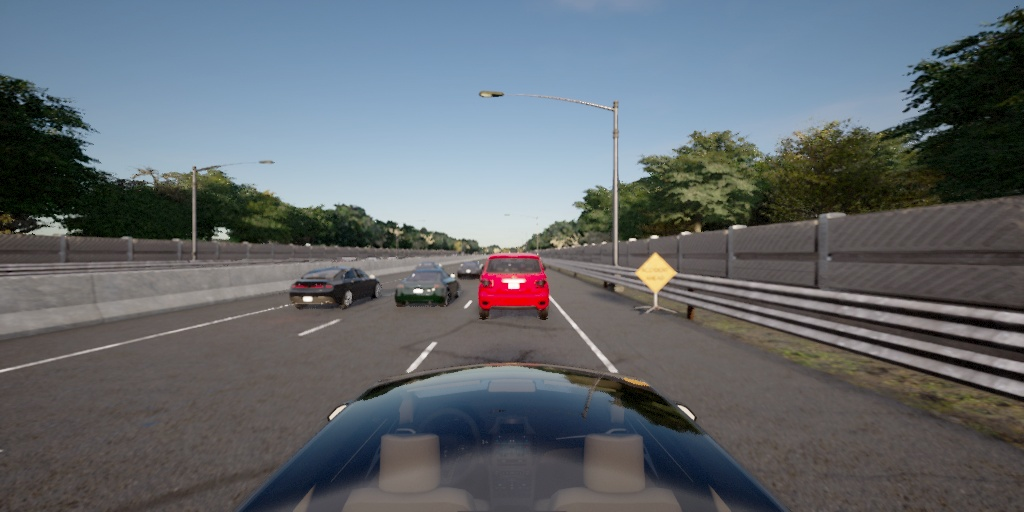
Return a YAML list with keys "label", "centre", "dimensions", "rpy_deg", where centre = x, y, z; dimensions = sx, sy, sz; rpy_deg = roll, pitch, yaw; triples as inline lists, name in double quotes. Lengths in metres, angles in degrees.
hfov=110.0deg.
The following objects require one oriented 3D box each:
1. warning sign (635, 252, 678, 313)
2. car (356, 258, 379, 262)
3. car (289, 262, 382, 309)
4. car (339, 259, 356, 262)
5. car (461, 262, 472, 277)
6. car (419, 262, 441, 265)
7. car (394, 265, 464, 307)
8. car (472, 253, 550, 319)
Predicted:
- label: "warning sign"
  centre: [4.554, 0.810, 11.391]
  dimensions: [1.300, 1.860, 1.060]
  rpy_deg: [0, 0, 0]
- label: "car"
  centre: [-21.031, 0.976, 53.649]
  dimensions: [1.812, 1.442, 4.674]
  rpy_deg: [0, 0, 0]
- label: "car"
  centre: [-6.924, 1.183, 14.599]
  dimensions: [1.837, 1.490, 4.892]
  rpy_deg: [0, 1, 0]
- label: "car"
  centre: [-24.528, 1.054, 53.079]
  dimensions: [1.895, 1.301, 4.718]
  rpy_deg: [0, 0, 1]
- label: "car"
  centre: [-3.413, 1.150, 30.257]
  dimensions: [1.994, 1.385, 4.181]
  rpy_deg: [0, 0, 0]
- label: "car"
  centre: [-6.914, 1.152, 29.921]
  dimensions: [1.994, 1.385, 4.181]
  rpy_deg: [0, 0, 0]
- label: "car"
  centre: [-3.419, 1.237, 15.124]
  dimensions: [1.994, 1.385, 4.181]
  rpy_deg: [0, 0, 0]
- label: "car"
  centre: [0.065, 0.909, 12.700]
  dimensions: [2.150, 2.045, 5.566]
  rpy_deg: [0, 0, 0]
